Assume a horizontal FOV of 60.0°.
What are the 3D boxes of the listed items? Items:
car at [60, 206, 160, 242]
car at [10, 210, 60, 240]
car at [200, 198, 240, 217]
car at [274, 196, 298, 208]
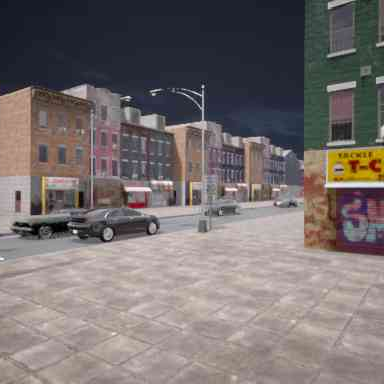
[{"bbox_3d":[-3.586,1.443,16.197,1.837,1.490,4.892,0,0,36],"label":"car"},{"bbox_3d":[-6.535,1.534,16.940,1.895,1.301,4.718,0,0,35],"label":"car"},{"bbox_3d":[2.569,1.356,29.677,1.837,1.490,4.892,0,0,36],"label":"car"},{"bbox_3d":[12.123,1.261,42.922,2.128,1.511,4.902,0,0,36],"label":"car"}]
